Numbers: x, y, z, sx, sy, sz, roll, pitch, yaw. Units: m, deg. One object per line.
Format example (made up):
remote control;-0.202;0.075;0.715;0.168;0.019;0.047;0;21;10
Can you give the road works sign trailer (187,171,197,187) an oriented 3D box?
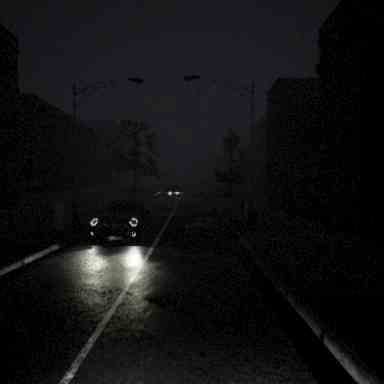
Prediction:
road works sign trailer;0.023;-3.059;78.150;2.380;3.560;2.880;0;3;0

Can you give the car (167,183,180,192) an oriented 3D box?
car;-3.058;-0.769;55.893;1.994;1.385;4.181;0;3;0

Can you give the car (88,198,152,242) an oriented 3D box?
car;-3.097;1.131;15.105;2.097;1.767;4.553;0;2;0
